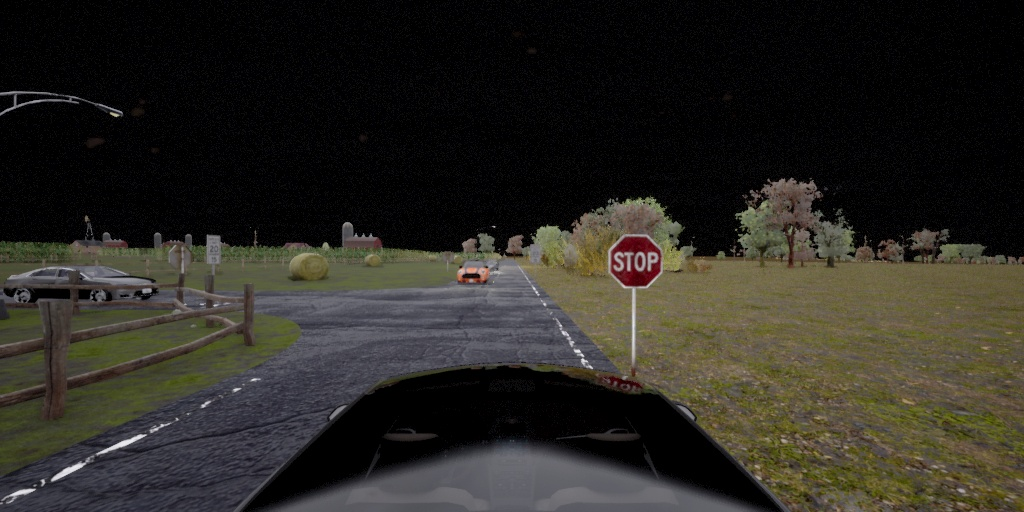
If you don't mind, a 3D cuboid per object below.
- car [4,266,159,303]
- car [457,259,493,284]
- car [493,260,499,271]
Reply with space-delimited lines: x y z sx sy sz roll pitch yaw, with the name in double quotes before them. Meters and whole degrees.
"car" -17.409 1.147 14.665 4.902 1.511 2.128 0 1 -1
"car" -2.774 1.101 26.626 2.097 1.767 4.553 0 0 0
"car" -2.797 1.263 49.337 2.128 1.511 4.902 0 0 0
